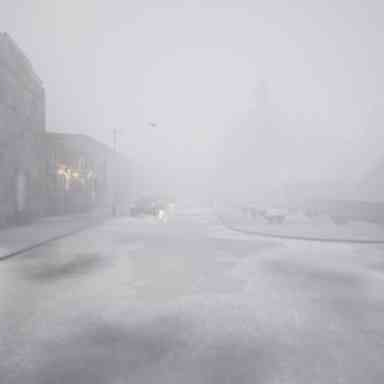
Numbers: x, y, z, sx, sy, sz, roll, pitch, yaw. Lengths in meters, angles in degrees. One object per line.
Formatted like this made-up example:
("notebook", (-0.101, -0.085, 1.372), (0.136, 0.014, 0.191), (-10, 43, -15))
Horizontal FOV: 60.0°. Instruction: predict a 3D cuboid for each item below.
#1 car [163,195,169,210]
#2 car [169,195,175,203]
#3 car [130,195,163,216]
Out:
("car", (-4.104, 1.082, 37.610), (2.097, 1.767, 4.553), (0, 0, 0))
("car", (-3.982, 1.180, 58.378), (1.895, 1.301, 4.718), (0, 0, 0))
("car", (-4.100, 1.138, 29.582), (2.097, 1.767, 4.553), (0, 0, 0))
